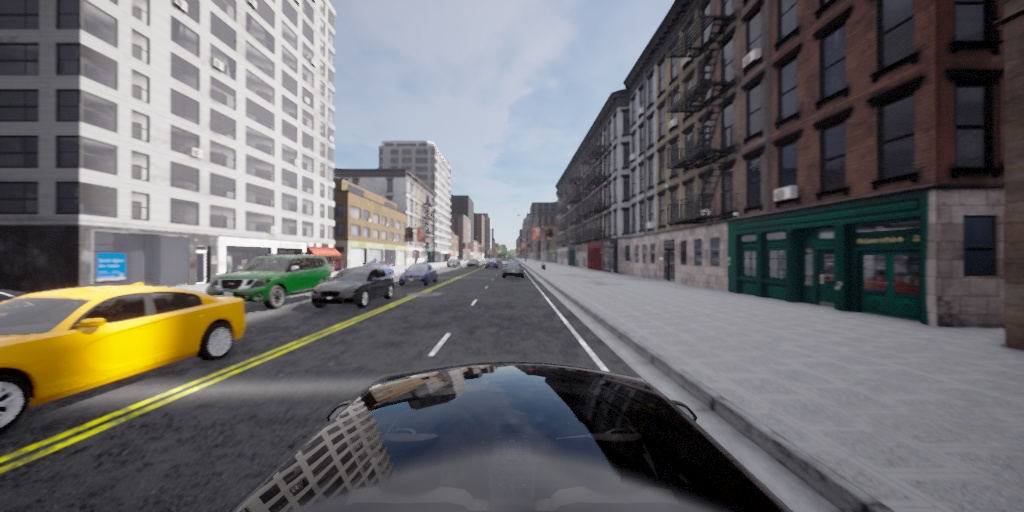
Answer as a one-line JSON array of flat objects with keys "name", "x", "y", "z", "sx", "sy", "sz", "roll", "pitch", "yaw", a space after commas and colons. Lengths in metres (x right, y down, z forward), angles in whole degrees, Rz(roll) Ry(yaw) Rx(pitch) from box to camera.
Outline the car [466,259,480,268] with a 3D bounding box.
[{"name": "car", "x": -6.536, "y": 1.227, "z": 60.460, "sx": 1.837, "sy": 1.490, "sz": 4.892, "roll": 0, "pitch": 0, "yaw": 1}]

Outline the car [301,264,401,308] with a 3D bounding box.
[{"name": "car", "x": -6.516, "y": 1.249, "z": 15.257, "sx": 1.837, "sy": 1.490, "sz": 4.892, "roll": 0, "pitch": 0, "yaw": 0}]

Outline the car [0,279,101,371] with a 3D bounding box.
[{"name": "car", "x": -9.832, "y": 1.254, "z": 5.326, "sx": 1.837, "sy": 1.490, "sz": 4.892, "roll": 0, "pitch": 0, "yaw": 0}]

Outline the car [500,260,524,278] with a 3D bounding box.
[{"name": "car", "x": 0.106, "y": 1.297, "z": 34.219, "sx": 1.994, "sy": 1.385, "sz": 4.181, "roll": 0, "pitch": 0, "yaw": 0}]

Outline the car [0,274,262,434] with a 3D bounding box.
[{"name": "car", "x": -6.579, "y": 1.226, "z": 5.501, "sx": 1.882, "sy": 1.535, "sz": 5.008, "roll": 0, "pitch": 0, "yaw": 0}]

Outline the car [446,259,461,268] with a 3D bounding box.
[{"name": "car", "x": -9.781, "y": 1.213, "z": 60.451, "sx": 2.128, "sy": 1.511, "sz": 4.902, "roll": 0, "pitch": 0, "yaw": 1}]

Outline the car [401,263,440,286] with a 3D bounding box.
[{"name": "car", "x": -6.497, "y": 1.264, "z": 25.450, "sx": 1.812, "sy": 1.442, "sz": 4.674, "roll": 0, "pitch": 0, "yaw": 0}]

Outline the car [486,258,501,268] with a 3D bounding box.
[{"name": "car", "x": -3.142, "y": 1.244, "z": 57.607, "sx": 1.812, "sy": 1.442, "sz": 4.674, "roll": 0, "pitch": 0, "yaw": 0}]

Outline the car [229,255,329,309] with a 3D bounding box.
[{"name": "car", "x": -9.766, "y": 0.966, "z": 15.151, "sx": 2.150, "sy": 2.045, "sz": 5.566, "roll": 0, "pitch": 0, "yaw": 1}]
